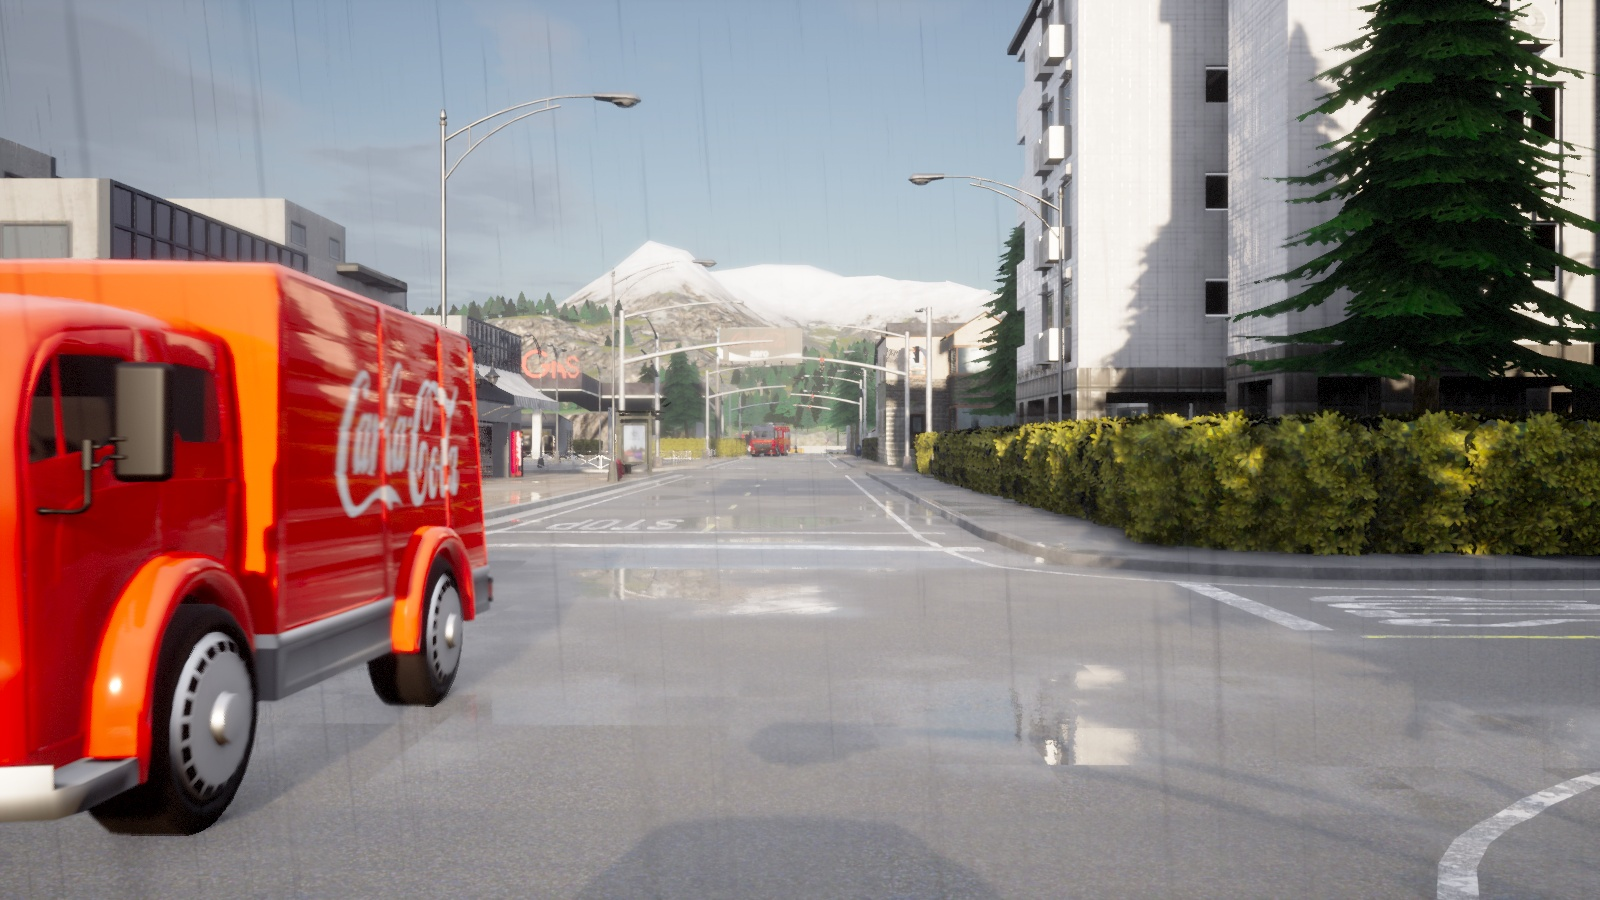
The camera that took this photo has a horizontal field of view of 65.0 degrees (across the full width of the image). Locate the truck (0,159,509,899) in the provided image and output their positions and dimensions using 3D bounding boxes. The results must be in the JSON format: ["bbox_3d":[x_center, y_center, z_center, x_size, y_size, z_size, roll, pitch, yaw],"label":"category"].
[{"bbox_3d":[-3.445,0.329,6.494,2.627,2.467,5.204,0,0,0],"label":"truck"}]
